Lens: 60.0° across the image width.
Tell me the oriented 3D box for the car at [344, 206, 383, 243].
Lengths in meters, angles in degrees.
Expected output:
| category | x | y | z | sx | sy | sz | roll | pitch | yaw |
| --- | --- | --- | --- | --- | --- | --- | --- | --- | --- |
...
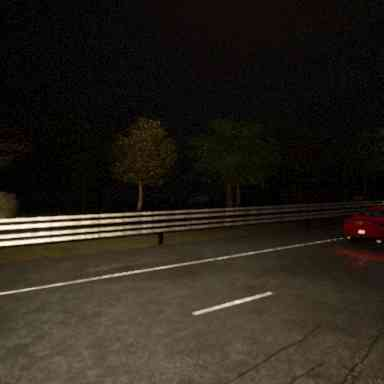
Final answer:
| category | x | y | z | sx | sy | sz | roll | pitch | yaw |
| --- | --- | --- | --- | --- | --- | --- | --- | --- | --- |
| car | 8.454 | 1.348 | 14.072 | 5.008 | 1.535 | 1.882 | -1 | 0 | -35 |
